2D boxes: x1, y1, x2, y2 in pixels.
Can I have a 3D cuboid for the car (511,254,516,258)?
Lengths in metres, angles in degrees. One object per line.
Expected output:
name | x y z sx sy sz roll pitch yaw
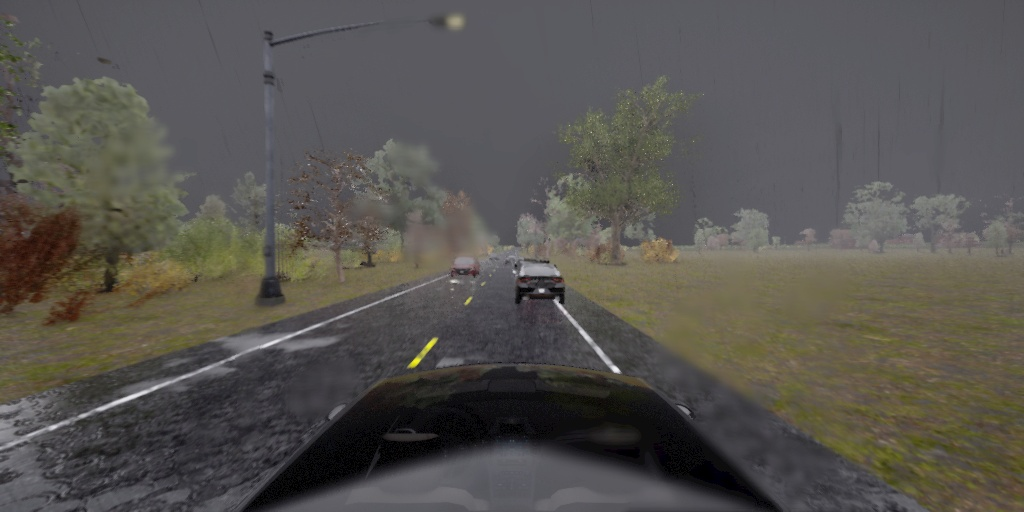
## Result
car | 1.043 0.830 31.113 1.812 1.442 4.674 0 1 0

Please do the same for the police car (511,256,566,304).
police car | 1.047 0.972 15.222 1.930 1.638 5.238 0 1 0

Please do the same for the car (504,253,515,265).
car | 0.007 0.495 52.061 1.812 1.442 4.674 0 1 1

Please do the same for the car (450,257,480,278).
car | -3.592 0.826 28.241 1.882 1.535 5.008 0 1 0
